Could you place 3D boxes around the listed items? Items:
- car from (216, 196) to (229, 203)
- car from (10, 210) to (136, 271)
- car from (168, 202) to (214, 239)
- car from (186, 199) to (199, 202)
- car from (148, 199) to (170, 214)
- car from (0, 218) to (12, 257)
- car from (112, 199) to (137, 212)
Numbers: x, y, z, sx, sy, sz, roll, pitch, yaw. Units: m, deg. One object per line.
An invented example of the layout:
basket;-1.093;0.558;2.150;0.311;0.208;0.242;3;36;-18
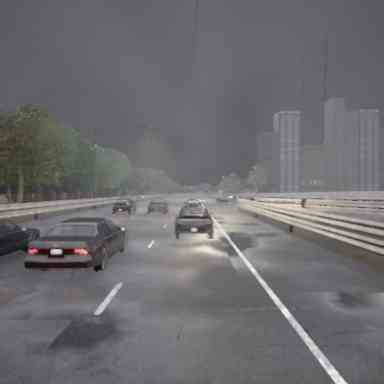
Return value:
car;6.066;1.478;67.122;1.994;1.385;4.181;0;0;-8
car;-3.399;1.543;10.843;2.033;1.411;5.357;0;0;0
car;0.099;1.479;17.408;2.128;1.511;4.902;0;0;0
car;0.100;1.477;35.531;1.812;1.442;4.674;0;0;0
car;-3.399;1.446;34.251;2.128;1.511;4.902;0;0;0
car;-6.899;1.543;10.807;2.033;1.411;5.357;0;0;0
car;-6.900;1.460;34.401;1.837;1.490;4.892;0;0;0
